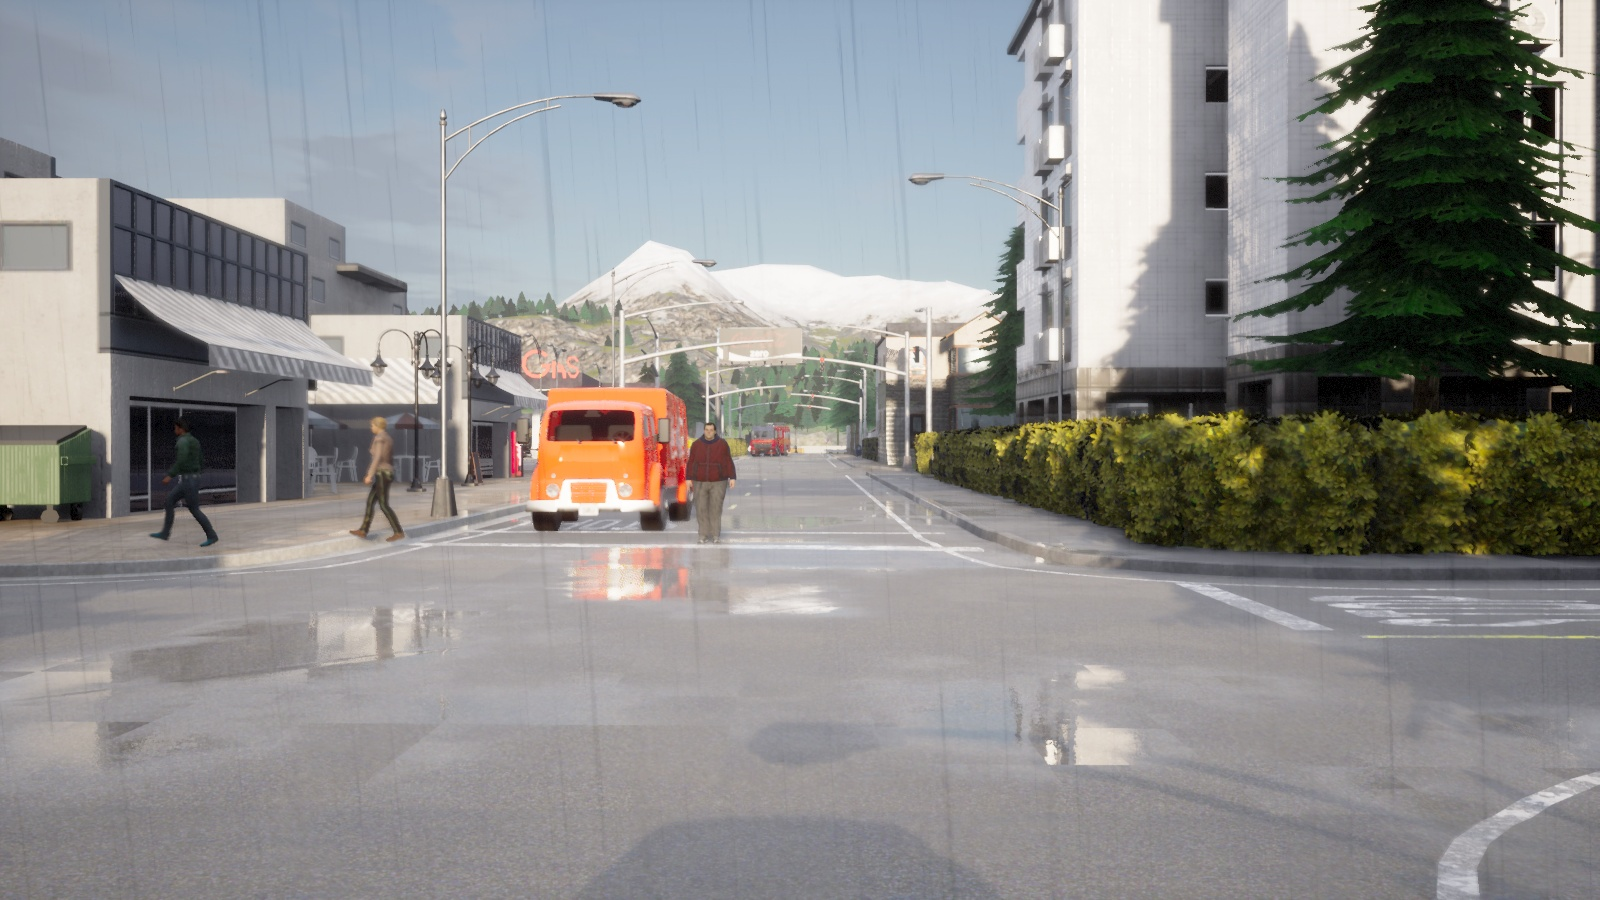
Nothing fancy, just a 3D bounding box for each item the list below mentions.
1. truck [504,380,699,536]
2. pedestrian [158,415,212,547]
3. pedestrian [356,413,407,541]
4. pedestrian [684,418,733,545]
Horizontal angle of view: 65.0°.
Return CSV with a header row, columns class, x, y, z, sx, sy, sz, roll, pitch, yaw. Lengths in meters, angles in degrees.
class,x,y,z,sx,sy,sz,roll,pitch,yaw
truck,-3.352,0.141,22.483,2.627,2.467,5.204,0,0,0
pedestrian,-8.690,0.427,17.749,0.614,1.847,0.353,0,0,-11
pedestrian,-6.087,0.393,18.284,0.634,1.846,0.331,0,0,2
pedestrian,-1.349,0.448,18.665,0.634,1.844,0.899,0,0,2
